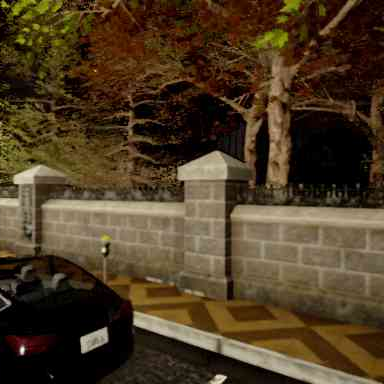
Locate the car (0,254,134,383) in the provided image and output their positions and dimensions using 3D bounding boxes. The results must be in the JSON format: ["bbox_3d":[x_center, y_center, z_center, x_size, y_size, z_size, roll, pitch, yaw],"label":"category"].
[{"bbox_3d":[-2.695,1.558,4.643,4.313,1.339,1.947,0,0,36],"label":"car"}]
